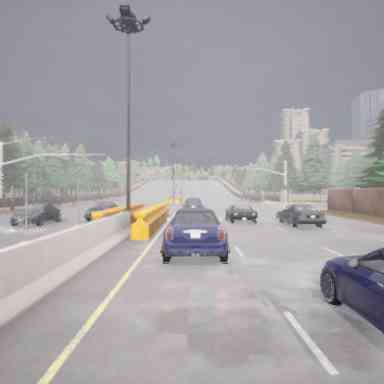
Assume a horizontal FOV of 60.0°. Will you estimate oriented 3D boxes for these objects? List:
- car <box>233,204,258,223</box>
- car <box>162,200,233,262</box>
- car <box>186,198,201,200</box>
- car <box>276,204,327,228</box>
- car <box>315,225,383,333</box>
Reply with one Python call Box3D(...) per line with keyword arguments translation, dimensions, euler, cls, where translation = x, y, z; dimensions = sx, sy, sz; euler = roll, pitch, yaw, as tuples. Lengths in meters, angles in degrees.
Box3D(translation=(3.609, 1.561, 25.078), dimensions=(1.895, 1.301, 4.718), euler=(0, 0, 0), cls="car")
Box3D(translation=(0.103, 1.332, 12.121), dimensions=(2.097, 1.767, 4.553), euler=(0, 0, 0), cls="car")
Box3D(translation=(0.110, 1.306, 29.547), dimensions=(2.097, 1.767, 4.553), euler=(0, 0, 0), cls="car")
Box3D(translation=(7.111, 1.512, 22.068), dimensions=(2.033, 1.411, 5.357), euler=(0, 0, 0), cls="car")
Box3D(translation=(3.601, 1.517, 5.061), dimensions=(1.812, 1.442, 4.674), euler=(0, 0, 0), cls="car")
